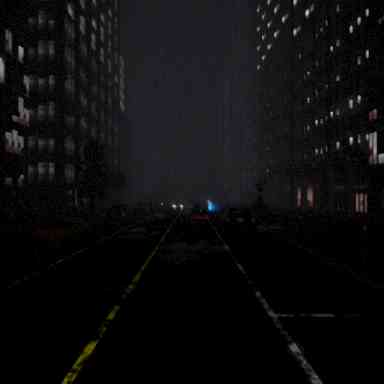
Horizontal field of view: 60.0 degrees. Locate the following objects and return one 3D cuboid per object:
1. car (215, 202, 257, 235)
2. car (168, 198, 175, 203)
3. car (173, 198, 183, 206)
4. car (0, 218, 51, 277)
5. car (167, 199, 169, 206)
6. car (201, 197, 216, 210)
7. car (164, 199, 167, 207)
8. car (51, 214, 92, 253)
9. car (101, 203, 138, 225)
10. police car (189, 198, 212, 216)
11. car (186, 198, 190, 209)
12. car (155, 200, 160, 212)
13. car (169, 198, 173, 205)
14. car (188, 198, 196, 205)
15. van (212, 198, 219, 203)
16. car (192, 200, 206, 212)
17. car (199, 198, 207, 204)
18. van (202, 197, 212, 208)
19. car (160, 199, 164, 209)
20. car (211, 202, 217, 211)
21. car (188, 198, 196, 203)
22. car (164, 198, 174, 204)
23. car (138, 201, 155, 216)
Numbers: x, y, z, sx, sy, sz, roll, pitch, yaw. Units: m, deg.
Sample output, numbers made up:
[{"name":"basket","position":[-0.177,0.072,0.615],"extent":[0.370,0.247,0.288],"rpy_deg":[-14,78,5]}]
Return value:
[{"name":"car","position":[2.685,1.630,20.194],"extent":[1.967,1.590,4.097],"rpy_deg":[-1,-1,0]},{"name":"car","position":[-5.684,2.464,94.077],"extent":[1.802,1.307,4.206],"rpy_deg":[-1,-1,0]},{"name":"car","position":[-2.991,2.167,71.776],"extent":[1.837,1.490,4.892],"rpy_deg":[0,-1,0]},{"name":"car","position":[-5.697,1.524,8.828],"extent":[1.967,1.590,4.097],"rpy_deg":[-1,-1,0]},{"name":"car","position":[-5.689,2.145,59.977],"extent":[1.802,1.307,4.206],"rpy_deg":[-1,-1,0]},{"name":"car","position":[2.688,1.825,54.295],"extent":[2.192,1.841,5.009],"rpy_deg":[-1,-1,0]},{"name":"car","position":[-5.691,2.061,54.294],"extent":[2.008,1.369,4.403],"rpy_deg":[-1,-1,0]},{"name":"car","position":[-5.696,1.661,14.341],"extent":[1.752,1.417,4.829],"rpy_deg":[-1,-1,0]},{"name":"car","position":[-5.695,1.684,25.879],"extent":[1.967,1.590,4.097],"rpy_deg":[-1,-1,0]},{"name":"police car","position":[0.905,1.777,37.384],"extent":[1.930,1.638,5.238],"rpy_deg":[0,-1,0]},{"name":"car","position":[0.390,1.854,53.371],"extent":[2.097,1.767,4.553],"rpy_deg":[0,-1,9]},{"name":"car","position":[-5.691,1.969,42.927],"extent":[1.947,1.339,4.313],"rpy_deg":[-1,-1,0]},{"name":"car","position":[-5.688,2.221,71.344],"extent":[2.008,1.369,4.403],"rpy_deg":[-1,-1,0]},{"name":"car","position":[0.011,2.081,73.284],"extent":[1.812,1.442,4.674],"rpy_deg":[0,-1,0]},{"name":"van","position":[2.687,1.745,42.928],"extent":[1.690,1.788,3.998],"rpy_deg":[-1,-1,0]},{"name":"car","position":[0.907,1.922,47.273],"extent":[1.882,1.535,5.008],"rpy_deg":[0,-1,0]},{"name":"car","position":[2.695,2.327,82.710],"extent":[2.008,1.369,4.403],"rpy_deg":[-1,-1,0]},{"name":"van","position":[2.689,1.905,59.978],"extent":[1.690,1.788,3.998],"rpy_deg":[-1,-1,0]},{"name":"car","position":[-5.691,2.001,48.611],"extent":[1.887,1.381,4.507],"rpy_deg":[-1,-1,0]},{"name":"car","position":[2.687,1.771,26.046],"extent":[1.752,1.417,4.829],"rpy_deg":[-1,-1,0]},{"name":"car","position":[0.013,2.236,88.284],"extent":[2.033,1.411,5.357],"rpy_deg":[0,-1,0]},{"name":"car","position":[-5.686,2.327,82.711],"extent":[2.008,1.369,4.403],"rpy_deg":[-1,-1,0]},{"name":"car","position":[-5.692,1.901,37.244],"extent":[2.008,1.369,4.403],"rpy_deg":[-1,-1,0]}]
